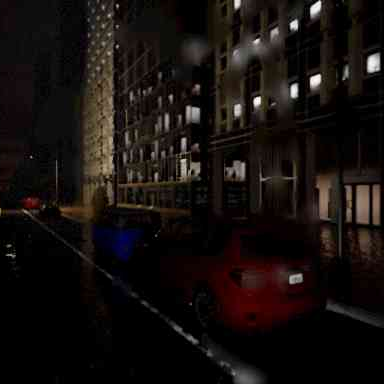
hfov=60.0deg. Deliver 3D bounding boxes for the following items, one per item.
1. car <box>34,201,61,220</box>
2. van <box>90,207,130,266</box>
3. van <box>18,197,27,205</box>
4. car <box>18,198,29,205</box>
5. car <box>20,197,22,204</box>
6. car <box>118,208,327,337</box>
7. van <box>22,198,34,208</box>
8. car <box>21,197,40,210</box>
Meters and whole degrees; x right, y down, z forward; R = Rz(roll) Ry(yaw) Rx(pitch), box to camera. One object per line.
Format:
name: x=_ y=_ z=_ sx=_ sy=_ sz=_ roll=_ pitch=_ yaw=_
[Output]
car: x=-13.580 y=1.864 z=31.714 sx=2.008 sy=1.369 sz=4.403 roll=-1 pitch=0 yaw=-29
van: x=-2.433 y=1.451 z=11.903 sx=1.690 sy=1.788 sz=3.998 roll=-1 pitch=0 yaw=-29
van: x=-41.456 y=2.158 z=81.244 sx=1.690 sy=1.788 sz=3.998 roll=-1 pitch=0 yaw=-29
car: x=-38.668 y=2.207 z=76.291 sx=1.967 sy=1.590 sz=4.097 roll=-1 pitch=0 yaw=-29
car: x=-27.520 y=1.882 z=56.480 sx=2.192 sy=1.841 sz=5.009 roll=-1 pitch=0 yaw=-29
car: x=0.354 y=1.373 z=6.950 sx=2.192 sy=1.841 sz=5.009 roll=-1 pitch=0 yaw=-29
van: x=-30.307 y=1.958 z=61.433 sx=1.690 sy=1.788 sz=3.998 roll=-1 pitch=0 yaw=-29
car: x=-24.732 y=1.831 z=51.527 sx=2.192 sy=1.841 sz=5.009 roll=-1 pitch=0 yaw=-29
